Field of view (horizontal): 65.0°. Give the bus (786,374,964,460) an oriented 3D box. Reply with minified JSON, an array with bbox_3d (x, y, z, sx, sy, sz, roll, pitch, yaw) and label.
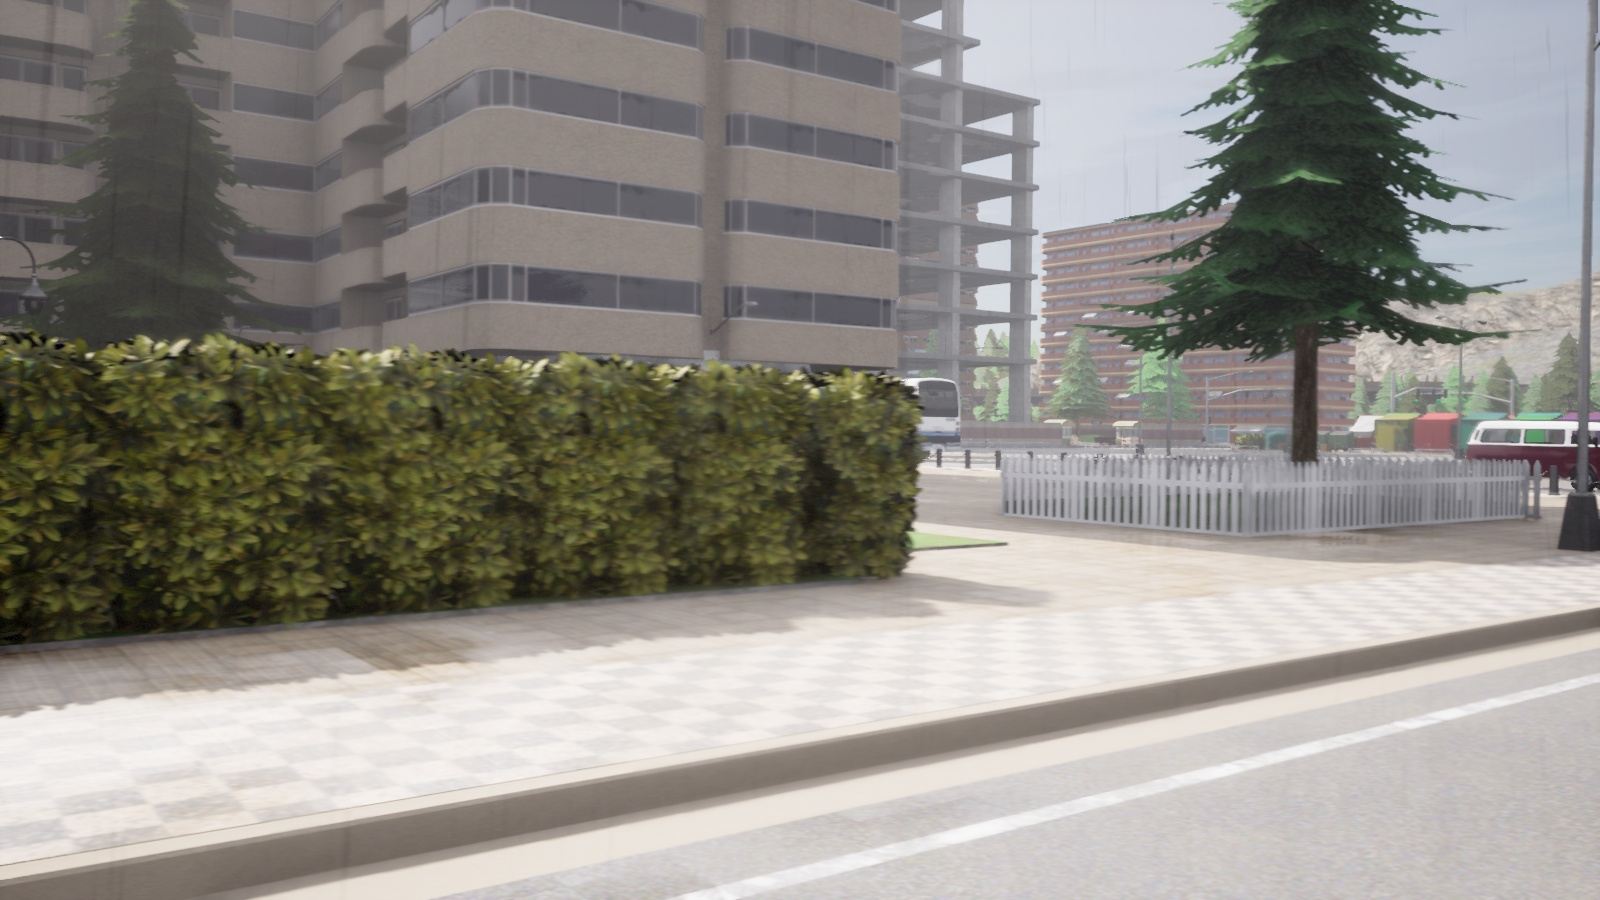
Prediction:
[{"bbox_3d":[3.837,-1.726,68.097,3.944,4.253,10.273,-1,1,-36],"label":"bus"}]

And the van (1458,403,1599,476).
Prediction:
[{"bbox_3d":[22.239,-0.322,37.093,2.069,2.038,4.480,-1,1,-36],"label":"van"}]
